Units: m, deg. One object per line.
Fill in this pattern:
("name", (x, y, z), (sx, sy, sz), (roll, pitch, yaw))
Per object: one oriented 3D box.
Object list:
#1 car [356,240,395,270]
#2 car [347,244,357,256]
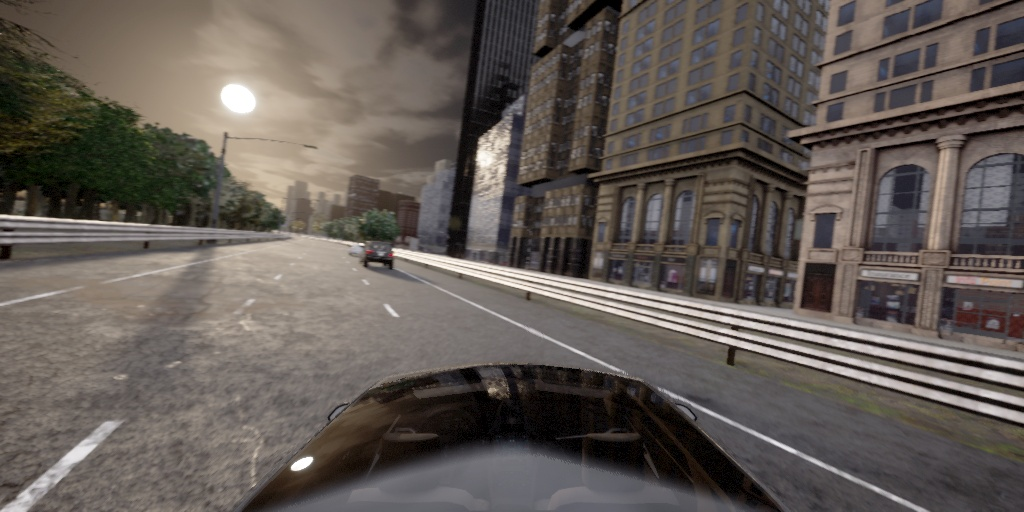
("car", (-10.765, -0.150, 28.541), (2.150, 2.045, 5.566), (7, -1, -27))
("car", (-19.347, -0.751, 44.833), (1.812, 1.442, 4.674), (7, 0, -27))
